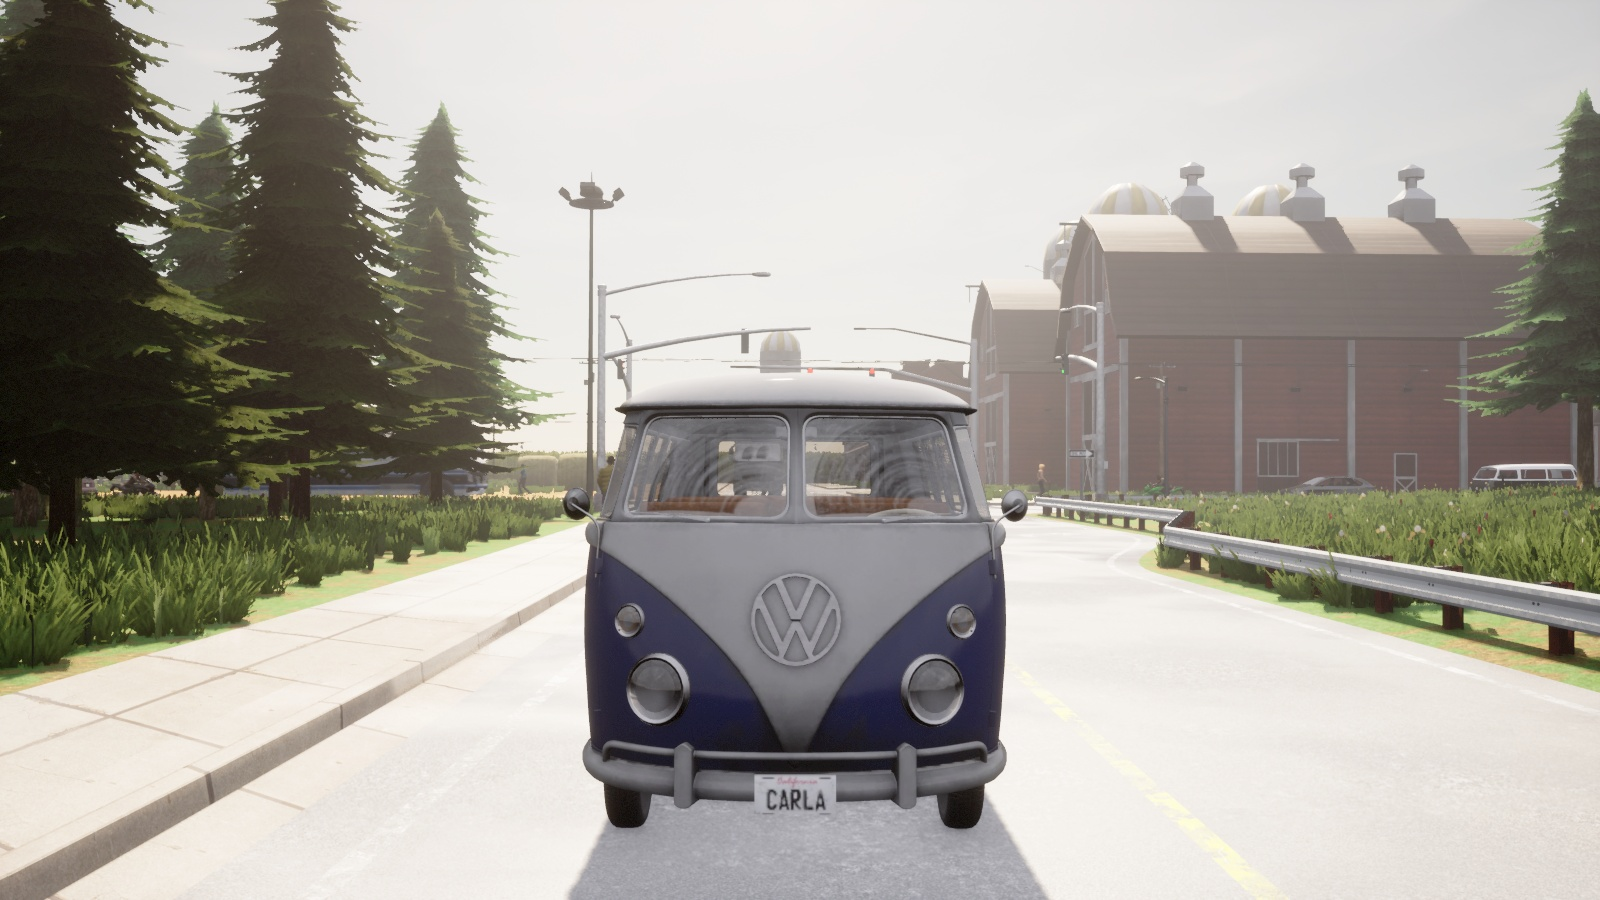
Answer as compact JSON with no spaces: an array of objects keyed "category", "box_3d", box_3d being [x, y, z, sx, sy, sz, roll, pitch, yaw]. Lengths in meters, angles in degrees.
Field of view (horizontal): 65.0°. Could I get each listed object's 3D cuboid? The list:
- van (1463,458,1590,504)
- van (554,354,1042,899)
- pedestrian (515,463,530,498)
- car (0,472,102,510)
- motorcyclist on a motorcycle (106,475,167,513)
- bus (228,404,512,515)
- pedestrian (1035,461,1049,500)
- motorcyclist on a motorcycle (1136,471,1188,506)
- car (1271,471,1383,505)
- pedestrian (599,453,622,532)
[{"category":"van","box_3d":[32.474,1.376,56.197,4.480,2.038,2.069,0,-1,-1]},{"category":"van","box_3d":[-0.024,0.681,6.802,1.775,1.987,4.442,0,-1,0]},{"category":"pedestrian","box_3d":[-15.475,1.702,70.040,0.396,1.930,0.692,-1,-1,45]},{"category":"car","box_3d":[-32.903,1.787,54.674,3.988,1.617,1.851,0,-1,-1]},{"category":"motorcyclist on a motorcycle","box_3d":[-27.089,1.790,51.307,2.044,1.523,0.797,0,-1,-1]},{"category":"bus","box_3d":[-17.433,0.398,51.554,10.273,4.253,3.944,-1,-1,-1]},{"category":"pedestrian","box_3d":[11.542,1.453,59.881,0.594,1.836,0.345,0,-1,-3]},{"category":"motorcyclist on a motorcycle","box_3d":[16.080,1.694,55.812,2.044,1.523,0.797,0,-1,-1]},{"category":"car","box_3d":[23.452,1.699,55.983,4.193,1.474,1.816,0,-1,-1]},{"category":"pedestrian","box_3d":[-4.438,0.988,29.472,0.431,1.840,0.709,0,-1,1]}]
